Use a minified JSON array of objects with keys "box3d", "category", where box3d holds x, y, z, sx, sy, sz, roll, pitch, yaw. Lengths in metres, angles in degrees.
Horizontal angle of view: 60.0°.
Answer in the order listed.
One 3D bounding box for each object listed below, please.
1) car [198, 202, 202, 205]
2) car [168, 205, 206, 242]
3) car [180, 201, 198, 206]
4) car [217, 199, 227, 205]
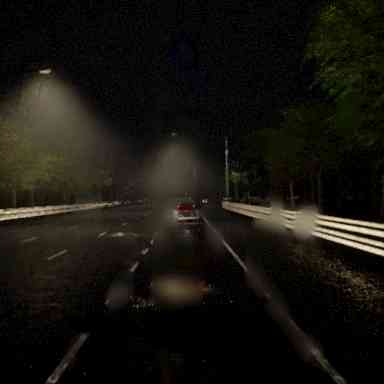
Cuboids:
[{"box3d":[0.556,2.286,58.607,1.994,1.385,4.181,-1,-1,10],"category":"car"},{"box3d":[-0.260,1.720,17.867,2.128,1.511,4.902,-1,-1,-1],"category":"car"},{"box3d":[-0.654,1.991,38.720,1.882,1.535,5.008,-1,-1,-1],"category":"car"},{"box3d":[7.942,2.396,81.837,2.033,1.411,5.357,-1,-1,27],"category":"car"}]
